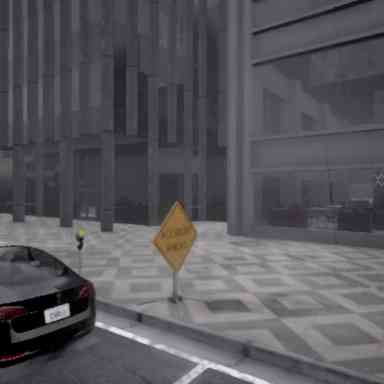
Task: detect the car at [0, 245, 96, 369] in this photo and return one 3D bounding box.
[{"bbox_3d":[-3.372,1.541,5.364,4.313,1.339,1.947,0,0,35],"label":"car"}]

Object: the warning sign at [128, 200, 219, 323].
[{"bbox_3d":[-0.302,1.100,6.004,1.060,1.860,1.300,0,0,35],"label":"warning sign"}]
